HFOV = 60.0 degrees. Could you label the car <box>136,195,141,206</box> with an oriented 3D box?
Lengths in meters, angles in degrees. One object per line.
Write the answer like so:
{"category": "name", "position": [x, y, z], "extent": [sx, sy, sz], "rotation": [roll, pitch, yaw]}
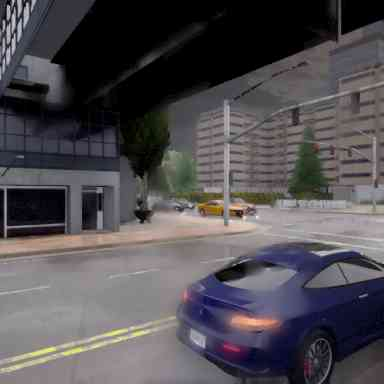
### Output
{"category": "car", "position": [-9.809, 1.223, 52.764], "extent": [2.150, 2.045, 5.566], "rotation": [0, 0, -34]}

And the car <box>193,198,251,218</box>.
{"category": "car", "position": [2.537, 1.478, 29.621], "extent": [1.882, 1.535, 5.008], "rotation": [0, 0, -36]}

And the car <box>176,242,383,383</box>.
{"category": "car", "position": [1.947, 1.526, 5.185], "extent": [4.674, 1.442, 1.812], "rotation": [0, 0, -35]}

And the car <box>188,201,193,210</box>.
{"category": "car", "position": [-1.575, 1.491, 41.296], "extent": [2.128, 1.511, 4.902], "rotation": [0, 0, -36]}

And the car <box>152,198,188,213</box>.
{"category": "car", "position": [-2.716, 1.564, 36.897], "extent": [1.994, 1.385, 4.181], "rotation": [0, 0, -36]}

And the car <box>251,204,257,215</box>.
{"category": "car", "position": [4.304, 1.352, 33.149], "extent": [2.097, 1.767, 4.553], "rotation": [0, 0, -36]}
